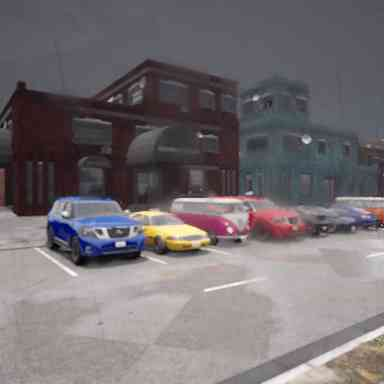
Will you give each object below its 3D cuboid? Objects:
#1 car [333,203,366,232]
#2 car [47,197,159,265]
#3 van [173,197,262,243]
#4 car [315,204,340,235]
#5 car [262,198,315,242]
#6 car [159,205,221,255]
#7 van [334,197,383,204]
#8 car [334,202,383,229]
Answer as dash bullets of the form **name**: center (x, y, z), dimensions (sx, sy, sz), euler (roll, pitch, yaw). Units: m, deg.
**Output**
- **car**: center (7.563, 1.592, 20.350), dimensions (2.163, 1.488, 4.792), euler (0, 0, -35)
- **car**: center (-3.751, 1.226, 12.289), dimensions (2.435, 2.045, 5.566), euler (0, 0, -35)
- **van**: center (0.826, 1.283, 15.442), dimensions (1.878, 1.987, 4.442), euler (0, 0, -35)
- **car**: center (5.287, 1.545, 18.757), dimensions (2.231, 1.521, 4.892), euler (0, 0, -35)
- **car**: center (3.036, 1.274, 17.126), dimensions (2.435, 2.045, 5.566), euler (0, 0, -35)
- **car**: center (-1.399, 1.490, 13.773), dimensions (1.946, 1.575, 5.366), euler (0, 0, -35)
- **van**: center (12.006, 1.379, 23.696), dimensions (1.878, 1.987, 4.442), euler (1, 0, -35)
- **car**: center (9.709, 1.622, 21.912), dimensions (2.002, 1.452, 4.674), euler (1, 0, -35)
